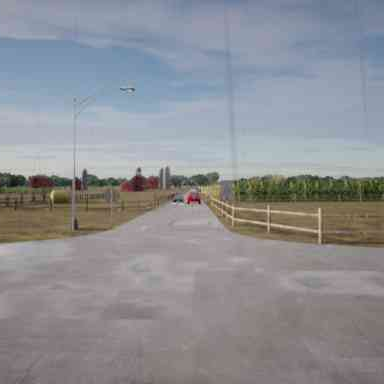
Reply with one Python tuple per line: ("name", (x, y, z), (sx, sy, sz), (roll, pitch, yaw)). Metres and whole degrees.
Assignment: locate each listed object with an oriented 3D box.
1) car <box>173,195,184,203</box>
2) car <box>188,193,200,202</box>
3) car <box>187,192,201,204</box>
("car", (-2.378, 1.227, 59.499), (2.033, 1.411, 5.357), (0, 0, 0))
("car", (0.404, 1.017, 64.458), (2.097, 1.767, 4.553), (0, 0, 0))
("car", (0.340, 0.935, 54.097), (2.150, 2.045, 5.566), (0, 0, 0))
